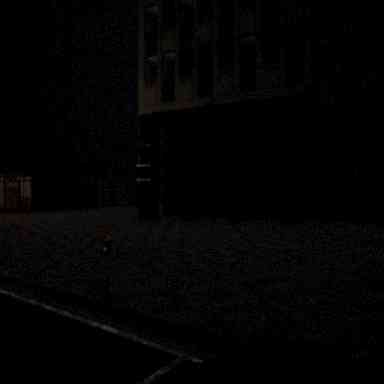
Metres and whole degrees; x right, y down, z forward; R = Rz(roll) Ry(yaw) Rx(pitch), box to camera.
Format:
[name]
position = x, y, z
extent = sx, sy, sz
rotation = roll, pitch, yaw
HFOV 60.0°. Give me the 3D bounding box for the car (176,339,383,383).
[car]
position = 1.763, 1.551, 1.704
extent = 4.403, 1.369, 2.008
rotation = 0, 0, 35
